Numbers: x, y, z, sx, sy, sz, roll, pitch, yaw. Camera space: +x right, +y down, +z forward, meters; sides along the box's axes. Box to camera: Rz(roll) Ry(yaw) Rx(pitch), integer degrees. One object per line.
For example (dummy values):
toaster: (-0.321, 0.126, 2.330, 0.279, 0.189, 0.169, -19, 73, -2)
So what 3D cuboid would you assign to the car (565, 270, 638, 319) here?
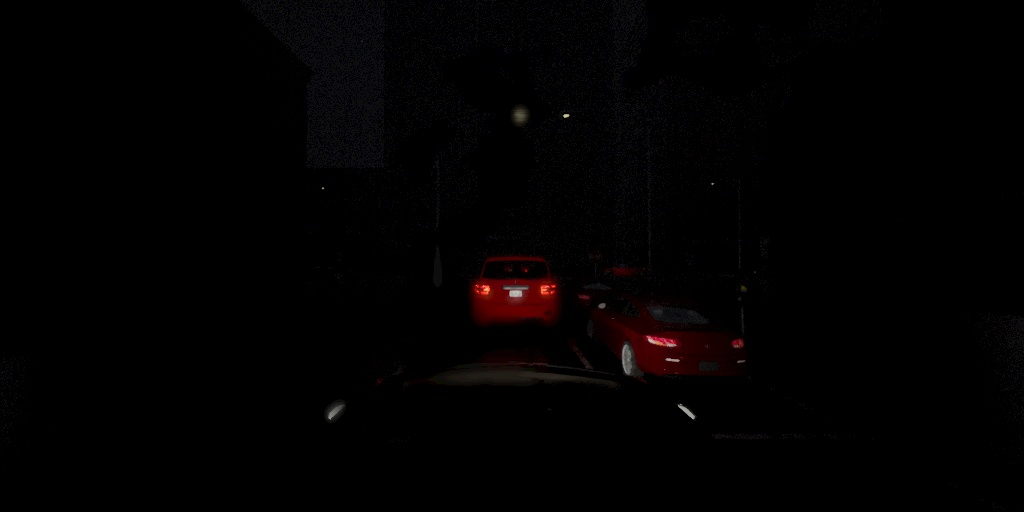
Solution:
car: (2.654, 1.332, 12.335, 1.802, 1.307, 4.207, 0, 0, 0)

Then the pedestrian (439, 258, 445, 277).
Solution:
pedestrian: (-6.770, 1.038, 34.434, 0.375, 1.860, 0.375, 0, 0, 0)

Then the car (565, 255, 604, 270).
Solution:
car: (4.038, 0.931, 28.477, 5.566, 2.045, 2.150, -1, 0, 0)

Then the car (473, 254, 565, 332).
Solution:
car: (0.113, 0.972, 11.055, 2.150, 2.045, 5.566, 0, 0, 1)

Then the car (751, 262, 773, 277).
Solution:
car: (23.566, 1.093, 31.331, 4.674, 1.442, 1.812, -1, -1, 0)

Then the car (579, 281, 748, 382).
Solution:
car: (2.644, 1.332, 6.896, 1.802, 1.307, 4.207, 0, 0, 0)

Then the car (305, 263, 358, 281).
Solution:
car: (-16.273, 1.430, 31.571, 5.008, 1.535, 1.882, -1, -1, 0)

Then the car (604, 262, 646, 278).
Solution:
car: (9.465, 1.250, 31.426, 4.181, 1.385, 1.994, 0, -1, 0)
